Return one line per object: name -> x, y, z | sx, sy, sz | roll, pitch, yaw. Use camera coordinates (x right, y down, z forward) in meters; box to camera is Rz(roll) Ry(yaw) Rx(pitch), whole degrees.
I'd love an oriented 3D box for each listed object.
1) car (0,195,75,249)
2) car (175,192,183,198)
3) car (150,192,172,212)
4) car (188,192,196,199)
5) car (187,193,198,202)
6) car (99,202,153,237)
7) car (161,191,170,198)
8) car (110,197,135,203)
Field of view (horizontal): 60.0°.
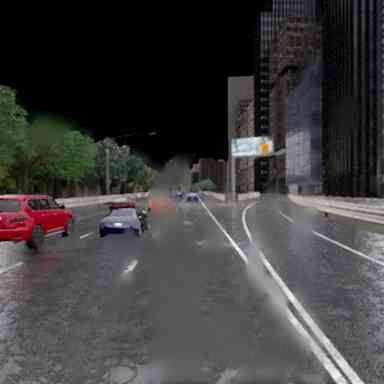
car -> -6.902, 1.138, 14.187 | 2.150, 2.045, 5.566 | 0, 0, 0
car -> -3.500, 0.798, 88.191 | 1.882, 1.535, 5.008 | 0, 0, 0
car -> -3.400, 1.134, 35.793 | 2.097, 1.767, 4.553 | 0, 0, 0
car -> -0.001, 0.880, 85.287 | 2.128, 1.511, 4.902 | 0, 1, 0
car -> 0.111, 1.026, 64.446 | 1.882, 1.535, 5.008 | 0, 1, 0
car -> -3.402, 1.462, 17.346 | 1.994, 1.385, 4.181 | 0, 0, 0
car -> -7.001, 0.673, 88.576 | 2.097, 1.767, 4.553 | 0, 0, 0
car -> -6.903, 1.277, 33.347 | 1.882, 1.535, 5.008 | 0, 0, 0
